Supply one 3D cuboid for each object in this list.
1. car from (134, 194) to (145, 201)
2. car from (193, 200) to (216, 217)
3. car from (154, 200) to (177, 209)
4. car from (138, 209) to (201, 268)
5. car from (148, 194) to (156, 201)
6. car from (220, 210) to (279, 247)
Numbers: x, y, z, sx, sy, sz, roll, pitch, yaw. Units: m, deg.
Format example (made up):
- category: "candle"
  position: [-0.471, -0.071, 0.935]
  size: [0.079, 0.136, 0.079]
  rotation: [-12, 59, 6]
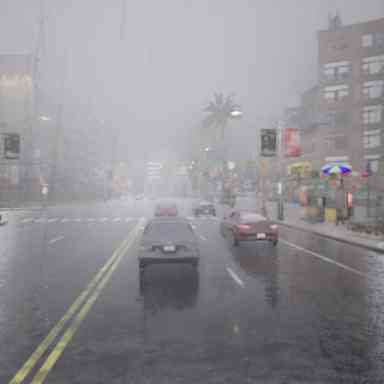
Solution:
- category: "car"
  position: [-14.217, 1.553, 88.054]
  size: [1.812, 1.442, 4.674]
  rotation: [0, 0, -5]
- category: "car"
  position: [1.110, 1.515, 31.263]
  size: [1.812, 1.442, 4.674]
  rotation: [0, 0, -4]
- category: "car"
  position: [-2.193, 1.602, 28.570]
  size: [1.895, 1.301, 4.718]
  rotation: [0, 0, -4]
- category: "car"
  position: [-0.785, 1.548, 11.363]
  size: [2.033, 1.411, 5.357]
  rotation: [0, 0, -4]
- category: "car"
  position: [-10.767, 1.495, 88.790]
  size: [1.882, 1.535, 5.008]
  rotation: [0, 0, -5]
- category: "car"
  position: [2.455, 1.515, 14.951]
  size: [1.812, 1.442, 4.674]
  rotation: [0, -1, -4]
